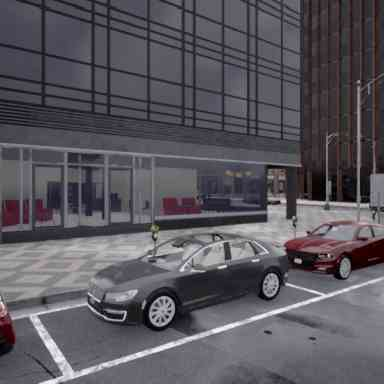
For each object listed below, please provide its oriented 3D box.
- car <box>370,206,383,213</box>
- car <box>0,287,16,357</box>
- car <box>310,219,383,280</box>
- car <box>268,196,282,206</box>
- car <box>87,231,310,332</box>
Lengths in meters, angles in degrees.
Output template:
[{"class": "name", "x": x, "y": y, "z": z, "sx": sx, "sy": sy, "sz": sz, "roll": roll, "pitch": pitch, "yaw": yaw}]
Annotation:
[{"class": "car", "x": 9.016, "y": 1.438, "z": 13.094, "sx": 4.097, "sy": 1.590, "sz": 1.967, "roll": 0, "pitch": 0, "yaw": -36}, {"class": "car", "x": -4.306, "y": 1.440, "z": 3.578, "sx": 4.097, "sy": 1.590, "sz": 1.967, "roll": 0, "pitch": 0, "yaw": -36}, {"class": "car", "x": 4.575, "y": 1.543, "z": 9.922, "sx": 4.507, "sy": 1.381, "sz": 1.887, "roll": 0, "pitch": 0, "yaw": -36}, {"class": "car", "x": 8.824, "y": 0.991, "z": 42.428, "sx": 2.033, "sy": 1.411, "sz": 5.357, "roll": 0, "pitch": 1, "yaw": -36}, {"class": "car", "x": 0.135, "y": 1.550, "z": 6.750, "sx": 4.403, "sy": 1.369, "sz": 2.008, "roll": 0, "pitch": 0, "yaw": -36}]
